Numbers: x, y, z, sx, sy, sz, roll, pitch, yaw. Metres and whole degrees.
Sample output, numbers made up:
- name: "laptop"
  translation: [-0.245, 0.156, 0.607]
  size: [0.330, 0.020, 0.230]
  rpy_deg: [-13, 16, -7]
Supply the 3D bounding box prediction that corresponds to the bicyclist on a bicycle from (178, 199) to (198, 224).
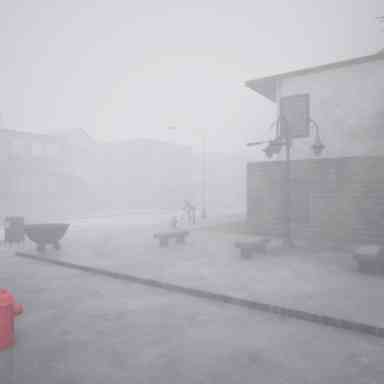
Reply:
- name: "bicyclist on a bicycle"
  translation: [-0.277, 1.317, 22.019]
  size: [1.656, 1.620, 0.582]
  rpy_deg: [0, 0, 35]
